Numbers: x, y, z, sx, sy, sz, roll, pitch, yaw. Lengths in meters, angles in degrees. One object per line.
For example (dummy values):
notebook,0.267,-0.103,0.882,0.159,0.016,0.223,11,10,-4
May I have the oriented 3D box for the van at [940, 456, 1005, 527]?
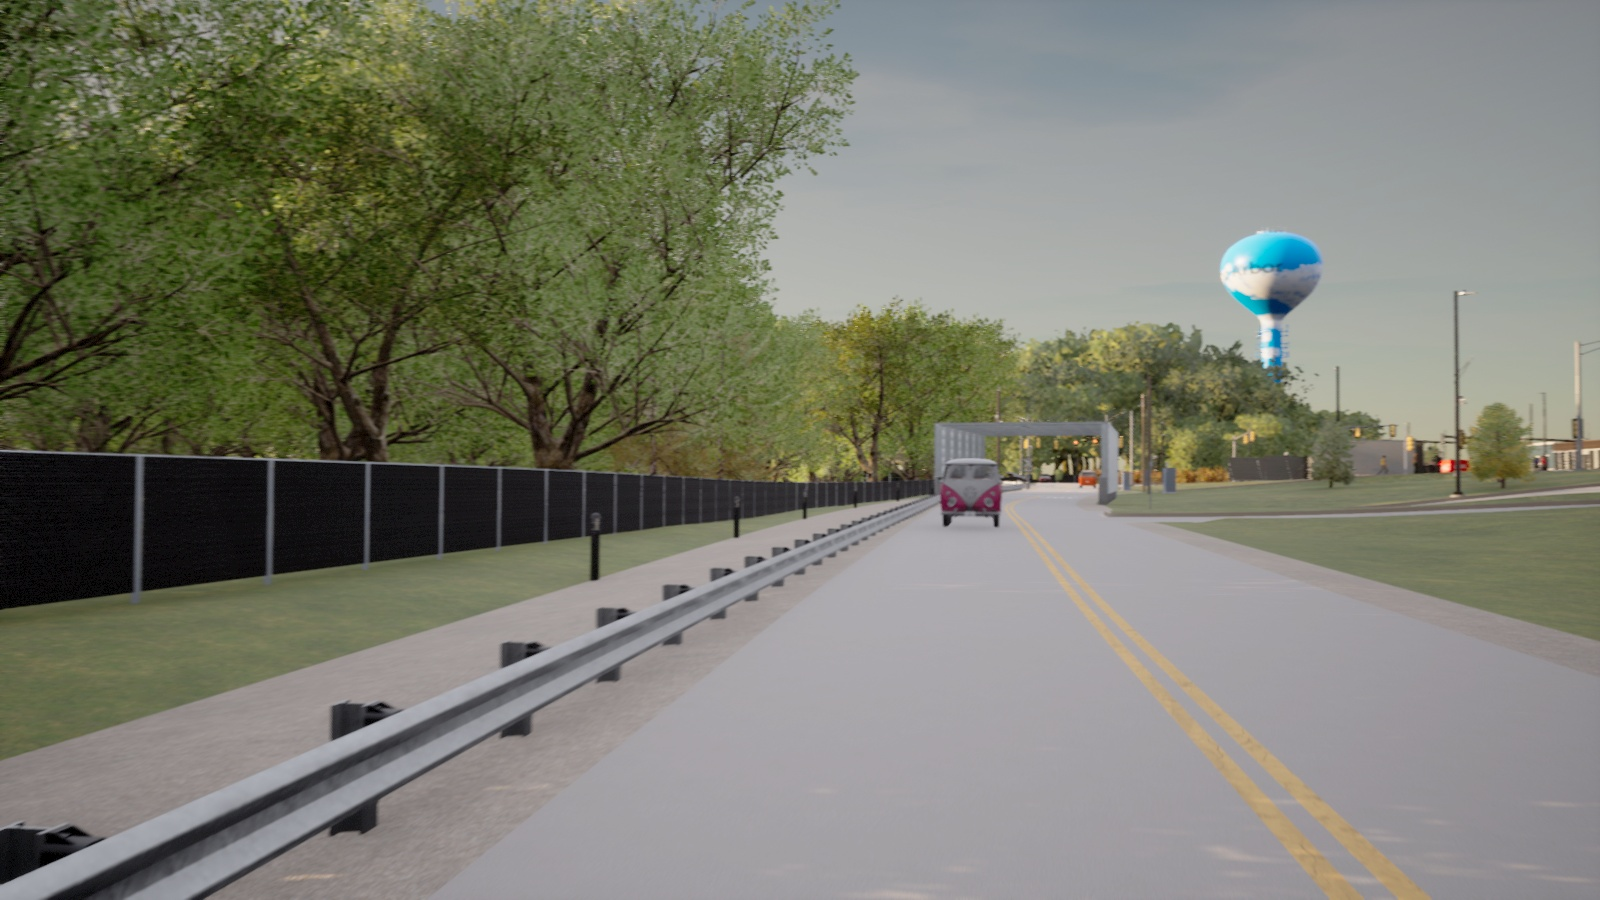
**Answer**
van,5.196,1.216,37.484,1.775,1.987,4.442,0,-1,9
